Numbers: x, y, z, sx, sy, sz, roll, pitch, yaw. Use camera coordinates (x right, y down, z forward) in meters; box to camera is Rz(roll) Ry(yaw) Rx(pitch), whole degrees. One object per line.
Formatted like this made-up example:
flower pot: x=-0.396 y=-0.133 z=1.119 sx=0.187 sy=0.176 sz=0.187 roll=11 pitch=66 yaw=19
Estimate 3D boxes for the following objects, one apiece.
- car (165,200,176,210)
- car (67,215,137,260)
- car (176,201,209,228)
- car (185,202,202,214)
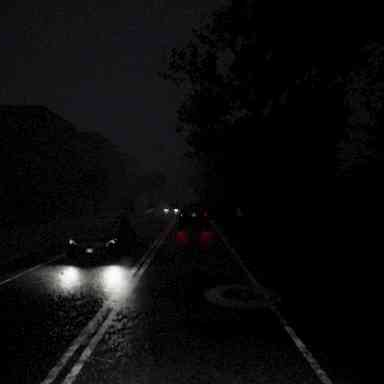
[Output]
car: x=-3.264 y=1.999 z=53.740 sx=1.882 sy=1.535 sz=5.008 roll=0 pitch=-1 yaw=0
car: x=-3.339 y=1.661 z=13.164 sx=1.812 sy=1.442 sz=4.674 roll=0 pitch=-1 yaw=0
car: x=0.124 y=1.599 z=24.310 sx=2.097 sy=1.767 sz=4.553 roll=0 pitch=0 yaw=0
car: x=0.143 y=1.957 z=41.691 sx=2.033 sy=1.411 sz=5.357 roll=0 pitch=-1 yaw=0
